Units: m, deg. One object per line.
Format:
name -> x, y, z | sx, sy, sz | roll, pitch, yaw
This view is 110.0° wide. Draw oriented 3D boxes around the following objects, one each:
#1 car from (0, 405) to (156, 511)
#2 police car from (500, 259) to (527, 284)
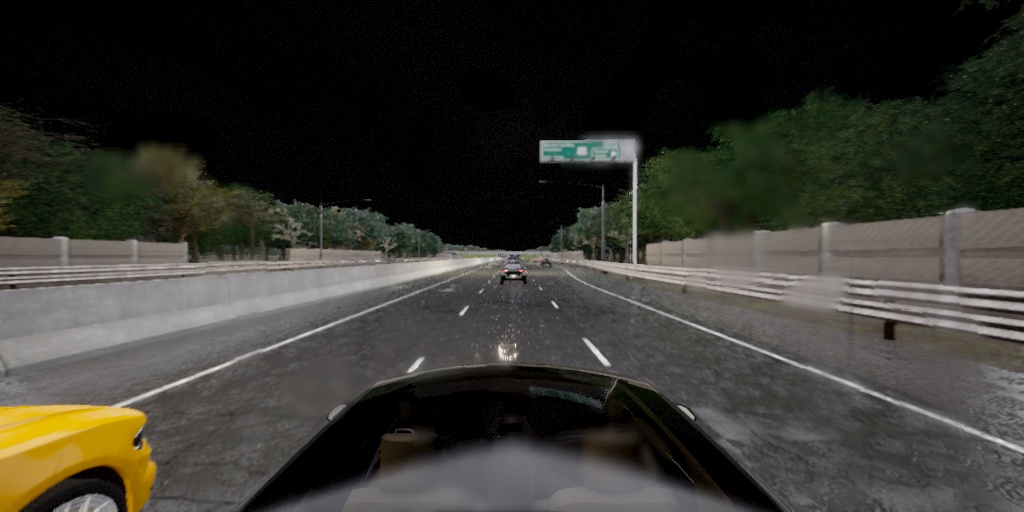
car -> -3.400, 1.228, 0.374 | 1.882, 1.535, 5.008 | 0, 0, 0
police car -> 0.113, 1.254, 27.604 | 2.038, 1.542, 4.974 | 0, 0, 0
